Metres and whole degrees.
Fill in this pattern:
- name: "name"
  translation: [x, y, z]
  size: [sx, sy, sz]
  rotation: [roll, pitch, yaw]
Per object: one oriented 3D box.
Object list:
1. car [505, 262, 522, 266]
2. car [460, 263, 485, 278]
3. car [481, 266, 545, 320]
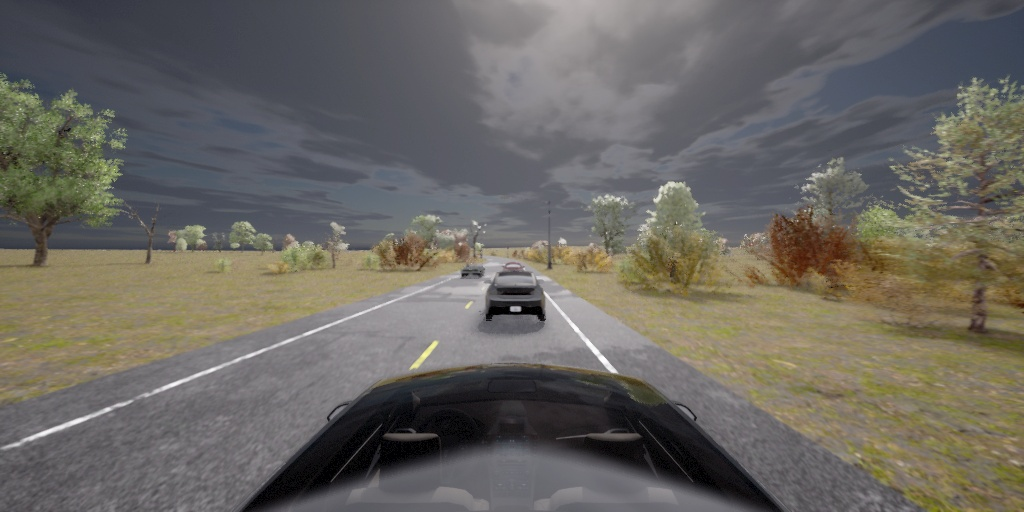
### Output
- name: "car"
  translation: [0.105, 1.248, 30.610]
  size: [1.812, 1.442, 4.674]
  rotation: [0, 0, 0]
- name: "car"
  translation: [-3.544, 1.318, 33.085]
  size: [1.895, 1.301, 4.718]
  rotation: [0, 0, 1]
- name: "car"
  translation: [0.095, 1.250, 12.555]
  size: [1.837, 1.490, 4.892]
  rotation: [0, 0, 0]
